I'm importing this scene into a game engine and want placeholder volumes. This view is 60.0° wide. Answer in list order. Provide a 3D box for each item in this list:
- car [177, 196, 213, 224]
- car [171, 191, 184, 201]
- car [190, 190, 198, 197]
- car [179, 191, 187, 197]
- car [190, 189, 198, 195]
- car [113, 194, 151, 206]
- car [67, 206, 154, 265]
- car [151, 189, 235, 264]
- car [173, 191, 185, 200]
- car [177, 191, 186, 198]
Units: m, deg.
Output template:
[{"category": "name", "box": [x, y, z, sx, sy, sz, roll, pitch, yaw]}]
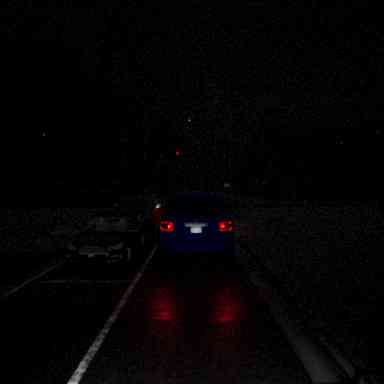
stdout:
[{"category": "car", "box": [0.228, 1.120, 22.336, 2.128, 1.511, 4.902, 0, 1, 1]}, {"category": "car", "box": [-2.376, 0.618, 54.362, 1.967, 1.590, 4.097, 0, 1, 0]}, {"category": "car", "box": [0.384, 0.363, 78.457, 1.882, 1.535, 5.008, 0, 1, 0]}, {"category": "car", "box": [-2.238, 0.398, 82.805, 2.008, 1.369, 4.403, 0, 1, 0]}, {"category": "car", "box": [0.435, -0.028, 88.843, 2.097, 1.767, 4.553, 0, 1, 0]}, {"category": "car", "box": [-2.562, 1.041, 16.216, 2.192, 1.841, 5.009, 0, 1, 0]}, {"category": "car", "box": [-2.588, 1.366, 10.757, 2.008, 1.369, 4.403, 0, 1, 0]}, {"category": "car", "box": [0.147, 1.029, 11.238, 2.150, 2.045, 5.566, 0, 1, 1]}, {"category": "car", "box": [-2.348, 0.547, 60.050, 1.967, 1.590, 4.097, 0, 1, 0]}, {"category": "car", "box": [-2.293, 0.554, 71.429, 1.802, 1.307, 4.206, 0, 1, 0]}]
